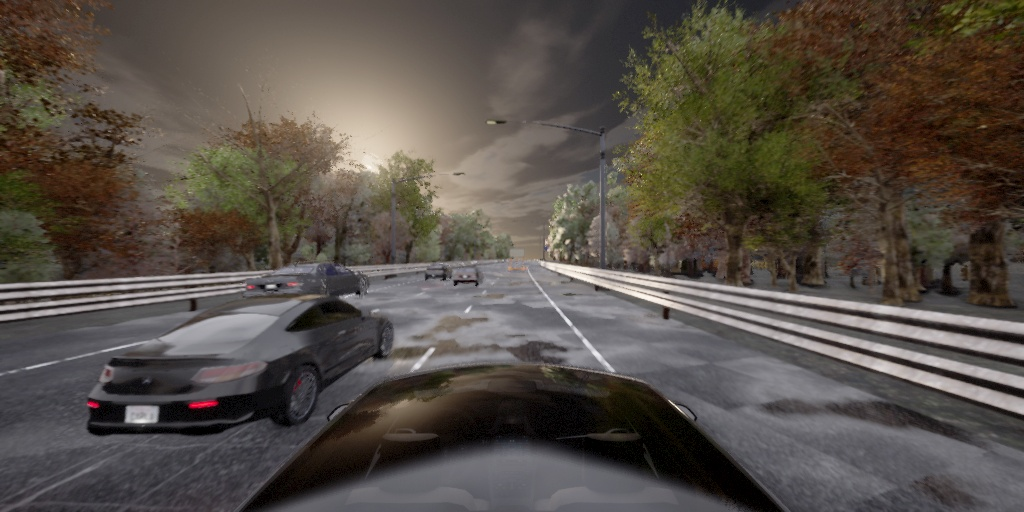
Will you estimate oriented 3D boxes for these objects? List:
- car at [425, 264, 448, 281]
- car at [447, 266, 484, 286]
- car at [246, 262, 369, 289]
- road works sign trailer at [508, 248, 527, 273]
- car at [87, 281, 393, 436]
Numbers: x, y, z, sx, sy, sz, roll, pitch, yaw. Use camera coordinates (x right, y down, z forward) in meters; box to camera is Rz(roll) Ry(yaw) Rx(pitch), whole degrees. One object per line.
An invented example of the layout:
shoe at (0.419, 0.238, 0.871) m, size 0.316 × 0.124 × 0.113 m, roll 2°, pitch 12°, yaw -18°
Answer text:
car at (-6.607, 1.470, 32.819) m, size 2.128 × 1.511 × 4.902 m, roll 0°, pitch 0°, yaw 1°
car at (-3.209, 1.487, 27.200) m, size 2.033 × 1.411 × 5.357 m, roll 0°, pitch 0°, yaw 1°
car at (-6.887, 0.936, 12.729) m, size 2.033 × 1.411 × 5.357 m, roll -4°, pitch -1°, yaw -1°
road works sign trailer at (0.730, 0.572, 52.148) m, size 2.380 × 3.560 × 2.880 m, roll 0°, pitch 0°, yaw 2°
car at (-3.390, 1.304, 5.595) m, size 1.812 × 1.442 × 4.674 m, roll 0°, pitch 0°, yaw 0°
